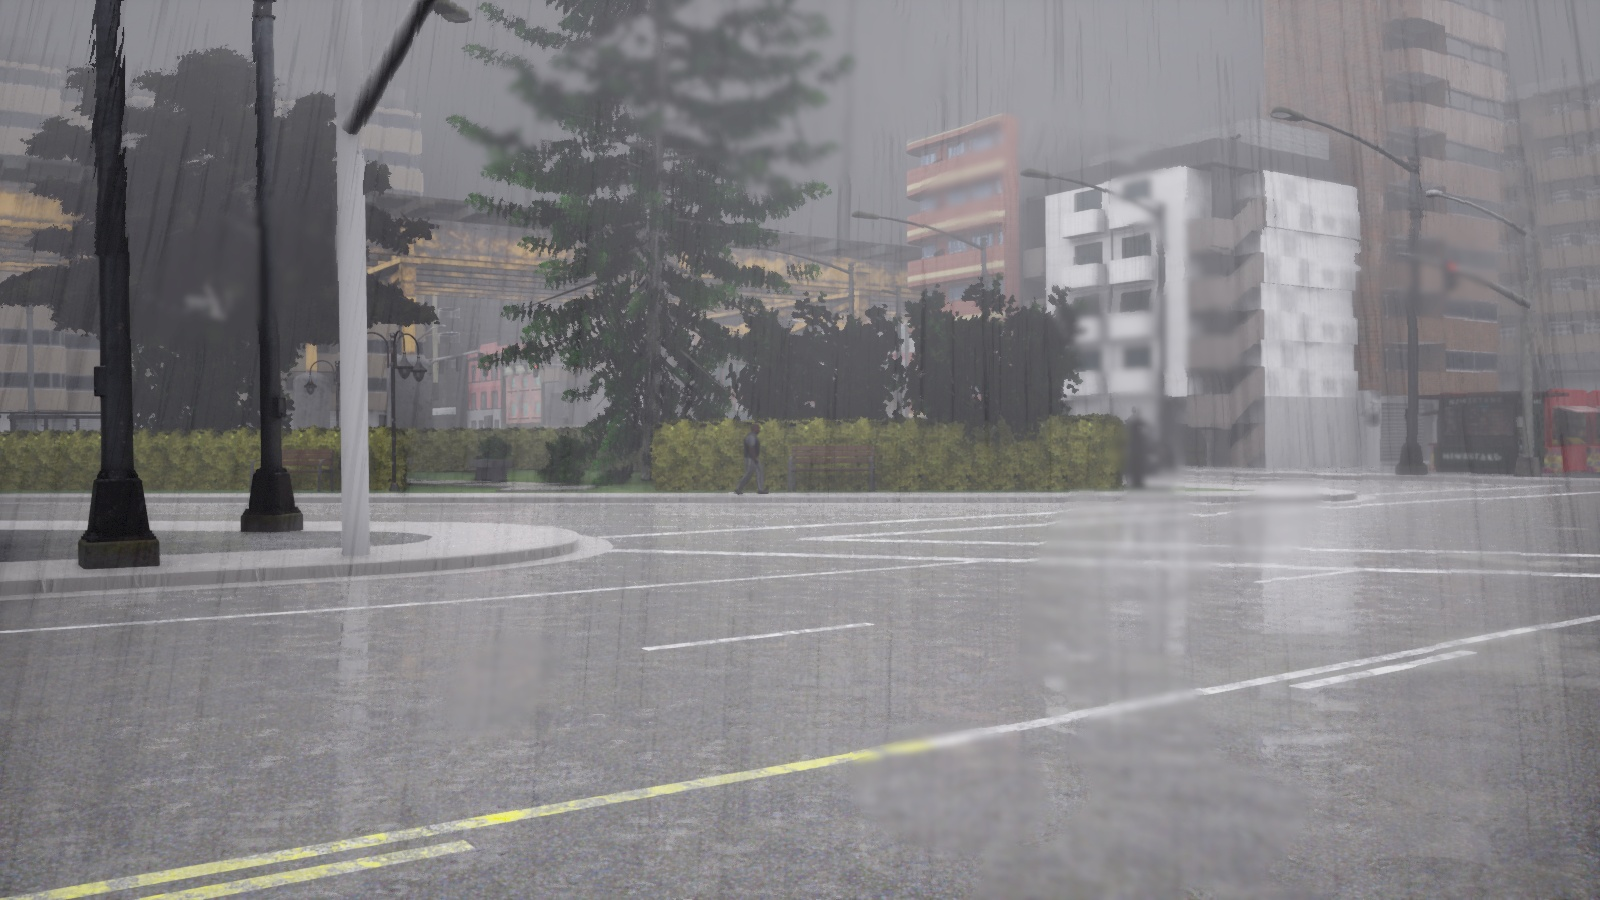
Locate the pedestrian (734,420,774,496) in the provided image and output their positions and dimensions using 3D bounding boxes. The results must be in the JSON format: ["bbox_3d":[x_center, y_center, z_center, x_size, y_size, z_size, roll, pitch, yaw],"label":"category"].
[{"bbox_3d":[-1.130,0.194,31.218,0.849,1.883,0.563,-1,1,13],"label":"pedestrian"}]

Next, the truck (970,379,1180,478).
[{"bbox_3d":[10.289,-0.786,47.897,2.891,3.462,7.936,-1,1,-35],"label":"truck"}]
